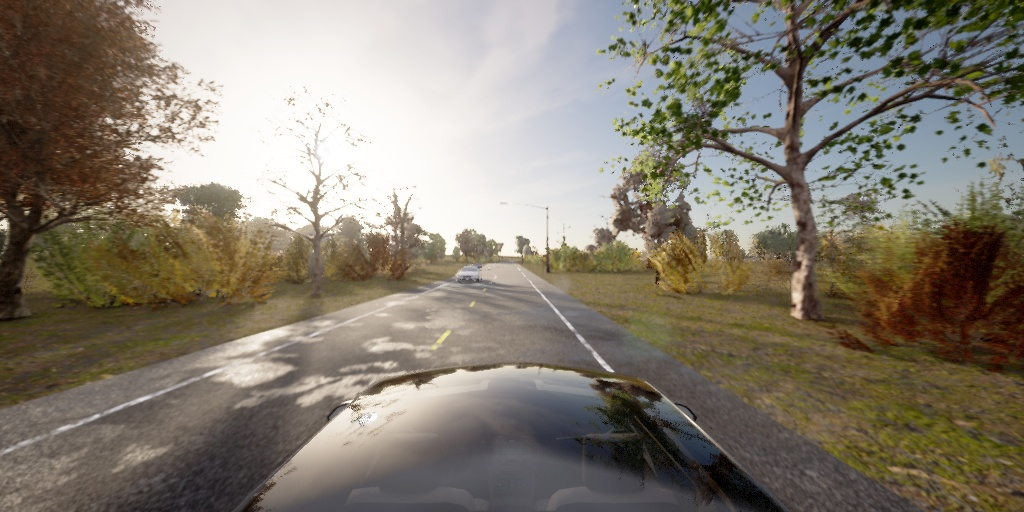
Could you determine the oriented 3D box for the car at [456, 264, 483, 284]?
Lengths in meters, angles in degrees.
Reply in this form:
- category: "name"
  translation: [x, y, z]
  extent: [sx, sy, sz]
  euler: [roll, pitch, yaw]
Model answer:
- category: "car"
  translation: [-3.710, 1.624, 31.859]
  extent: [1.812, 1.442, 4.674]
  euler: [0, -1, 0]
